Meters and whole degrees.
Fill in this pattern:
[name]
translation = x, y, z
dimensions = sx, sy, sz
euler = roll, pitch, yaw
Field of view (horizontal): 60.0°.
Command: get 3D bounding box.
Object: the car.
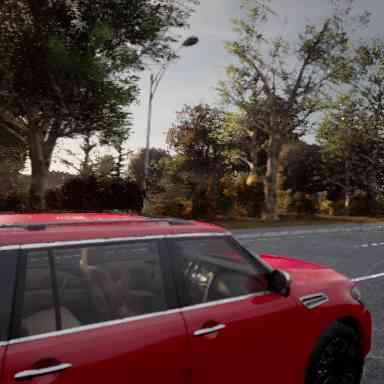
[car]
translation = -0.548, 1.217, 3.244
dimensions = 5.566, 2.045, 2.150
euler = 0, 0, -35
